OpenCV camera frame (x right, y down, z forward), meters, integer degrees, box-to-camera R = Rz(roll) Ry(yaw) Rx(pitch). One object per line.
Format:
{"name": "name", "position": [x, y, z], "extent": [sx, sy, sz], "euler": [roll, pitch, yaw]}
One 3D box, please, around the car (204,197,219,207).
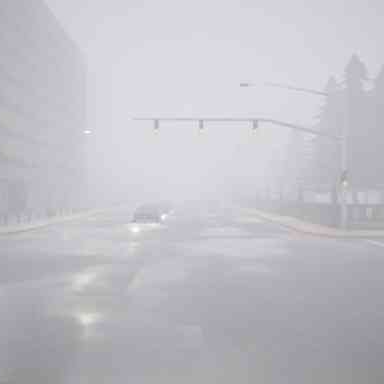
{"name": "car", "position": [3.613, 1.674, 57.293], "extent": [1.882, 1.535, 5.008], "euler": [0, -1, 0]}

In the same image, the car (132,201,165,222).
{"name": "car", "position": [-3.581, 1.686, 27.187], "extent": [1.994, 1.385, 4.181], "euler": [0, 0, 0]}

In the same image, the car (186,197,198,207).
{"name": "car", "position": [0.015, 1.679, 56.951], "extent": [1.882, 1.535, 5.008], "euler": [0, 0, 0]}

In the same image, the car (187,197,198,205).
{"name": "car", "position": [0.018, 1.718, 66.201], "extent": [2.128, 1.511, 4.902], "euler": [0, 0, 0]}

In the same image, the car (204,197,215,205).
{"name": "car", "position": [3.518, 1.701, 66.854], "extent": [1.882, 1.535, 5.008], "euler": [0, 0, 0]}

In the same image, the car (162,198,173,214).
{"name": "car", "position": [-3.566, 1.714, 37.079], "extent": [1.994, 1.385, 4.181], "euler": [0, 0, 1]}
